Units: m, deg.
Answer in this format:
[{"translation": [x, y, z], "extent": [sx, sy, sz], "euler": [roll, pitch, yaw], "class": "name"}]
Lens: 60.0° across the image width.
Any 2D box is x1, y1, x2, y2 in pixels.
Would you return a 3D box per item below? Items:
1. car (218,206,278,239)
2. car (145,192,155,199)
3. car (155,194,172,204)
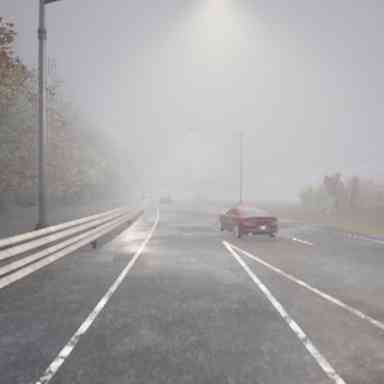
[{"translation": [2.773, 1.460, 17.453], "extent": [1.882, 1.535, 5.008], "euler": [0, 0, -10], "class": "car"}, {"translation": [-11.049, 1.203, 92.521], "extent": [2.128, 1.511, 4.902], "euler": [0, 0, -10], "class": "car"}, {"translation": [-4.714, 1.191, 58.117], "extent": [2.097, 1.767, 4.553], "euler": [0, 0, -10], "class": "car"}]
